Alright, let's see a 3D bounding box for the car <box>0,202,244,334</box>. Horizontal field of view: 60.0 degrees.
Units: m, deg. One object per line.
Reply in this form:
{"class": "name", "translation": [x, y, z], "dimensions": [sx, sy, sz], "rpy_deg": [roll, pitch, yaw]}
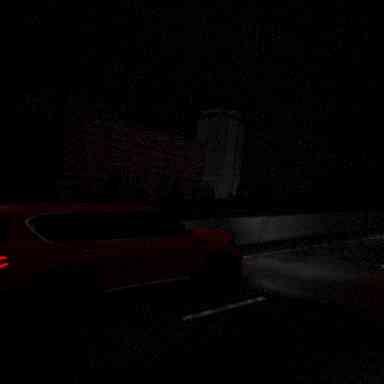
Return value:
{"class": "car", "translation": [-1.436, 1.233, 7.020], "dimensions": [5.566, 2.045, 2.150], "rpy_deg": [0, 0, -35]}

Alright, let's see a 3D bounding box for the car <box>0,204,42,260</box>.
{"class": "car", "translation": [-7.770, 1.354, 11.321], "dimensions": [4.553, 1.767, 2.097], "rpy_deg": [0, 0, -35]}
